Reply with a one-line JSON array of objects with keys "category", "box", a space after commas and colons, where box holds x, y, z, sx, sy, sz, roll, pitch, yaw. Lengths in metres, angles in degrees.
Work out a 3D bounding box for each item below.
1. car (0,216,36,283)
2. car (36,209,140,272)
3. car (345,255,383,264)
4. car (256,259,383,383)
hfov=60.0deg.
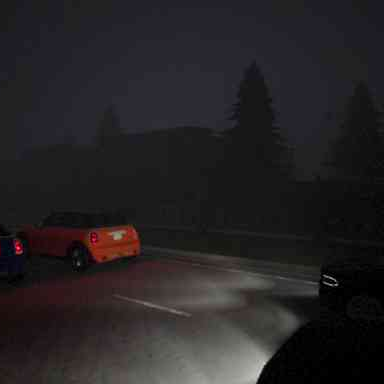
[{"category": "car", "box": [-6.257, 1.351, 8.460, 4.553, 1.767, 2.097, 0, 0, 36]}, {"category": "car", "box": [-3.927, 1.351, 11.096, 4.553, 1.767, 2.097, 0, 0, 36]}, {"category": "car", "box": [4.565, 1.478, 5.037, 5.008, 1.535, 1.882, 0, 0, 36]}, {"category": "car", "box": [3.025, 1.548, 1.835, 5.357, 1.411, 2.033, 0, 0, 35]}]
